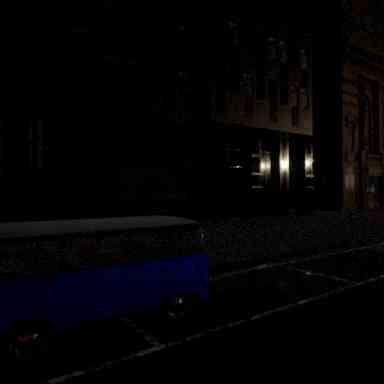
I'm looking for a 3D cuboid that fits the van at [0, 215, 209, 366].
[{"bbox_3d":[-1.600,1.329,5.506,3.998,1.788,1.690,0,0,-35],"label":"van"}]
